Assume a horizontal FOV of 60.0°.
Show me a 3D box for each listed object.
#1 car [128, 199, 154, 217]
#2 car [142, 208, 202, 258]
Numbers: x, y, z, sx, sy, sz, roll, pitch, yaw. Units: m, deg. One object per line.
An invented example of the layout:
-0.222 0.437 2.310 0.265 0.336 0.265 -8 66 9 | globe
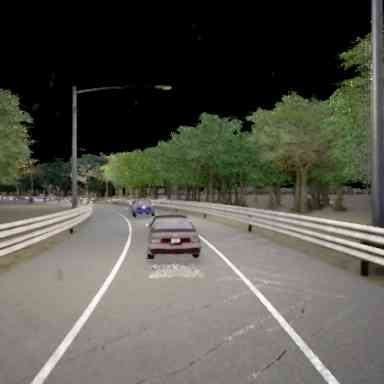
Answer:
-5.065 1.469 32.863 2.097 1.767 4.553 0 0 -17 | car
-0.822 1.583 12.968 2.033 1.411 5.357 0 0 -7 | car
